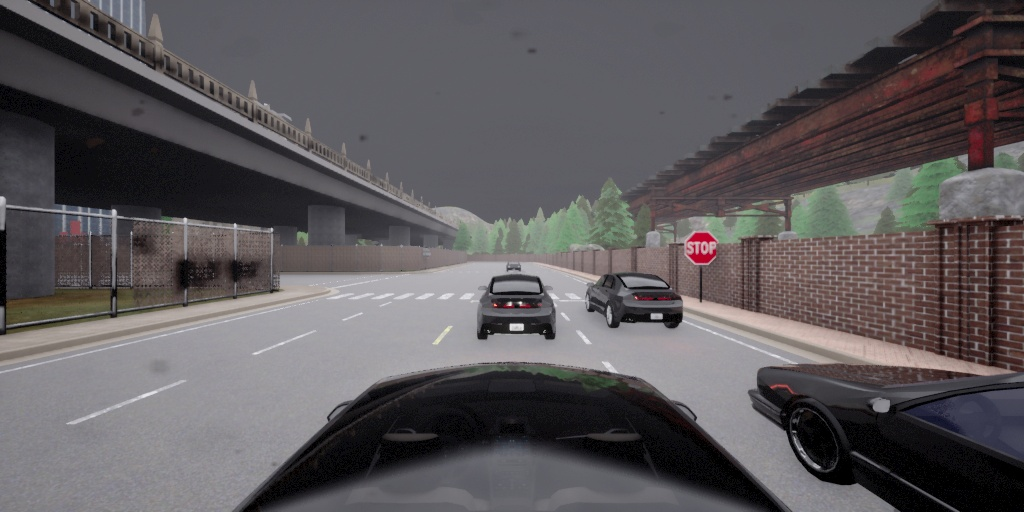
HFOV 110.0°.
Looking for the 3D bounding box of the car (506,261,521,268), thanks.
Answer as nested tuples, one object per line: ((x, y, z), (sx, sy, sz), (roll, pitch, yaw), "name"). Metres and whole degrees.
((0.205, 1.351, 46.264), (1.895, 1.301, 4.718), (0, 0, -1), "car")

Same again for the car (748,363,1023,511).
((3.600, 1.297, 1.588), (2.033, 1.411, 5.357), (0, 0, 0), "car")

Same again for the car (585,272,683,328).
((3.605, 1.255, 11.334), (1.837, 1.490, 4.892), (0, 0, 0), "car")

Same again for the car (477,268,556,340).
((0.103, 1.255, 9.977), (1.837, 1.490, 4.892), (0, 0, 0), "car")
